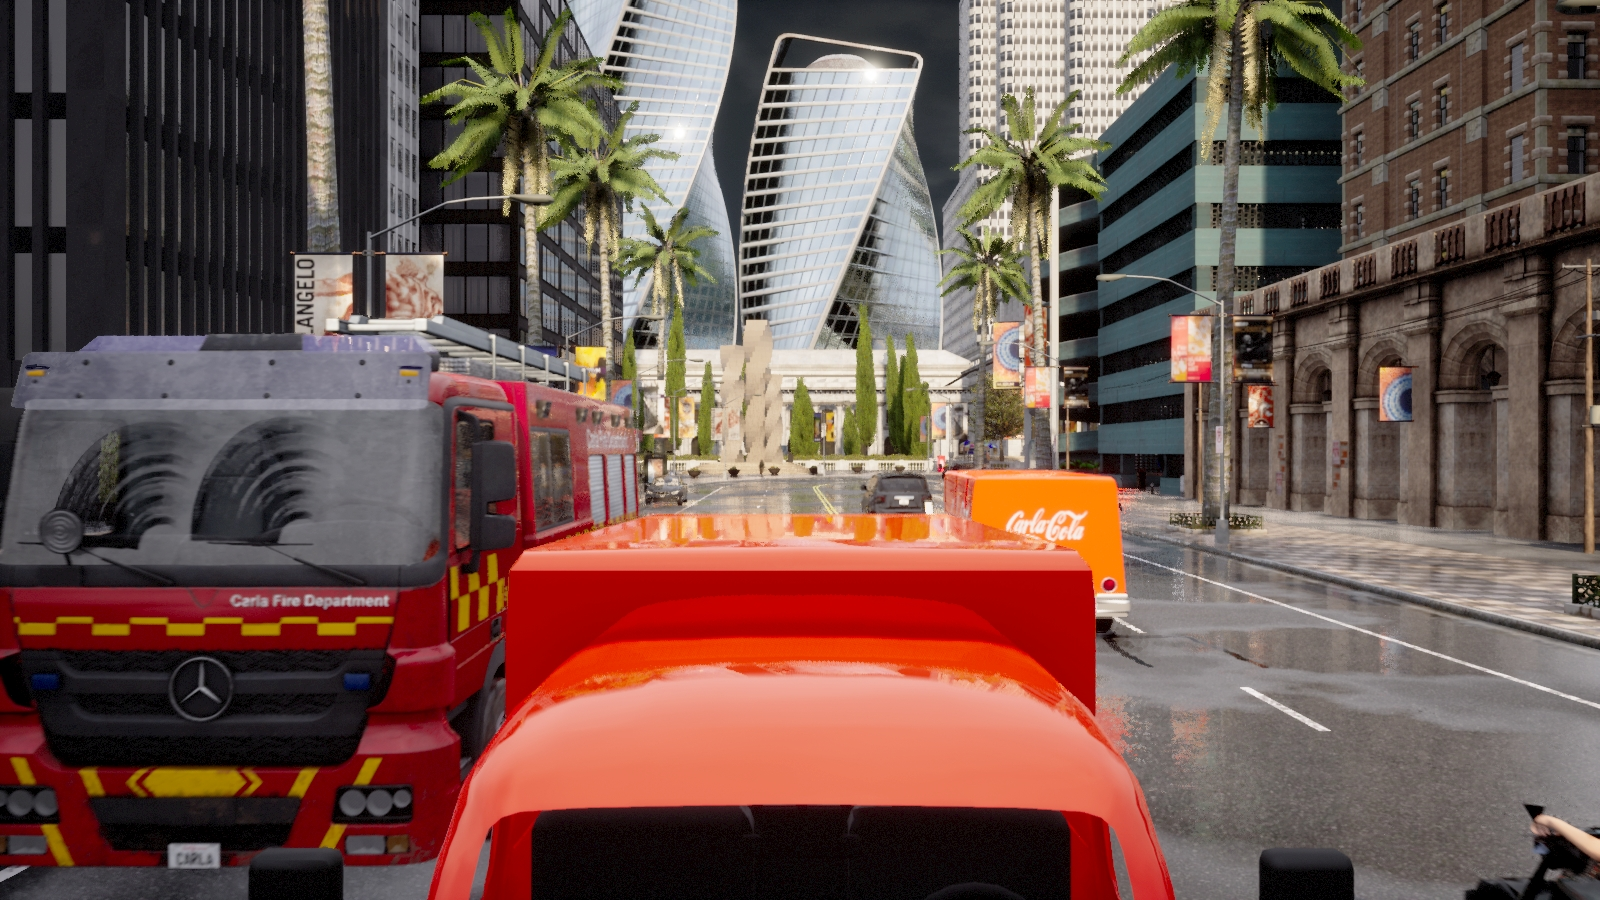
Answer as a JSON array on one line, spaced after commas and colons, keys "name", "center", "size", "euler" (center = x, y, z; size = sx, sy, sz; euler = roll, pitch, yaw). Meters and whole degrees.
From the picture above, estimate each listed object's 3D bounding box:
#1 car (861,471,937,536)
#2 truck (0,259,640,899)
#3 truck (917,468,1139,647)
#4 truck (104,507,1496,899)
[{"name": "car", "center": [3.372, 1.794, 40.017], "size": [2.150, 2.045, 5.566], "euler": [0, 0, -1]}, {"name": "truck", "center": [-3.491, 0.895, 10.332], "size": [2.891, 3.827, 8.468], "euler": [0, 0, 0]}, {"name": "truck", "center": [3.515, 1.575, 18.884], "size": [2.627, 2.467, 5.204], "euler": [0, 0, 0]}, {"name": "truck", "center": [-0.001, 1.578, 4.752], "size": [2.627, 2.467, 5.204], "euler": [0, -1, 0]}]
